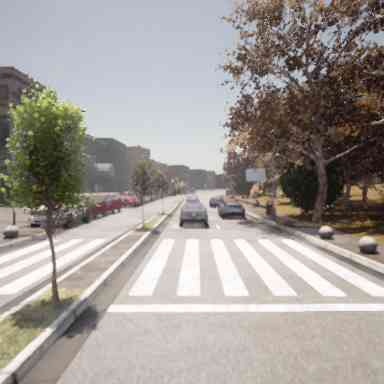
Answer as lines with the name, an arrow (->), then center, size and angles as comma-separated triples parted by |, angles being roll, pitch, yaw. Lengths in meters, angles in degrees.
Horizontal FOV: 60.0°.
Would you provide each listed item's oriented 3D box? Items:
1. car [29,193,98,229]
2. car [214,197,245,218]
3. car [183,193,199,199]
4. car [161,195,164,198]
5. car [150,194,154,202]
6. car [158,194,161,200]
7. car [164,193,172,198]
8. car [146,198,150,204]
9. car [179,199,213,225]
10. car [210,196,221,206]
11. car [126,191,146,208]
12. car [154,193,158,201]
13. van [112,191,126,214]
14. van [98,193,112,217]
car -> -8.142, 1.104, 21.126 | 2.435, 2.045, 5.566 | 0, 0, 0
car -> 3.260, 1.385, 28.035 | 1.994, 1.385, 4.181 | 0, 0, 0
car -> 0.116, 1.249, 43.192 | 2.033, 1.411, 5.357 | 0, 0, 0
car -> -7.846, 0.907, 71.079 | 2.231, 1.521, 4.892 | 0, 1, 0
car -> -7.946, 1.121, 54.437 | 2.002, 1.452, 4.674 | 0, 1, 0
car -> -7.879, 1.007, 65.529 | 2.002, 1.452, 4.674 | 0, 1, 0
car -> -7.534, 0.685, 91.665 | 2.163, 1.488, 4.792 | 0, 1, 3
car -> -7.978, 1.165, 48.858 | 2.163, 1.488, 4.792 | 0, 1, 0
car -> 0.107, 1.409, 22.424 | 2.033, 1.411, 5.357 | 0, 0, 0
car -> 3.265, 1.263, 43.466 | 1.994, 1.385, 4.181 | 0, 0, 0
car -> -8.011, 0.933, 43.311 | 2.435, 2.045, 5.566 | 0, 1, 0
car -> -7.911, 1.055, 59.952 | 2.163, 1.488, 4.792 | 0, 1, 0
van -> -8.077, 1.051, 32.131 | 1.878, 1.987, 4.442 | 0, 0, 0
van -> -8.110, 1.092, 26.584 | 1.878, 1.987, 4.442 | 0, 0, 0
